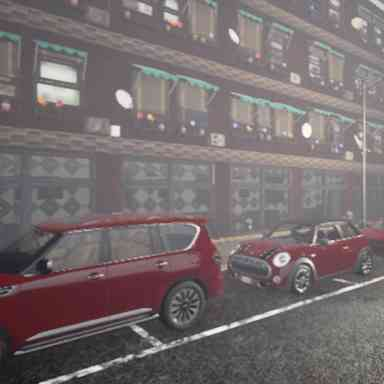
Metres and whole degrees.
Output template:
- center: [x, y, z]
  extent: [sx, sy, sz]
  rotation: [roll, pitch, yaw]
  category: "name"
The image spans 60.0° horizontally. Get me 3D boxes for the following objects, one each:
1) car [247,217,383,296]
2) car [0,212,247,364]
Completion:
- center: [2.837, 1.428, 8.585]
  extent: [4.097, 1.590, 1.967]
  rotation: [0, 0, -36]
  category: "car"
- center: [-1.750, 1.312, 5.310]
  extent: [5.009, 1.841, 2.192]
  rotation: [0, 0, -36]
  category: "car"
